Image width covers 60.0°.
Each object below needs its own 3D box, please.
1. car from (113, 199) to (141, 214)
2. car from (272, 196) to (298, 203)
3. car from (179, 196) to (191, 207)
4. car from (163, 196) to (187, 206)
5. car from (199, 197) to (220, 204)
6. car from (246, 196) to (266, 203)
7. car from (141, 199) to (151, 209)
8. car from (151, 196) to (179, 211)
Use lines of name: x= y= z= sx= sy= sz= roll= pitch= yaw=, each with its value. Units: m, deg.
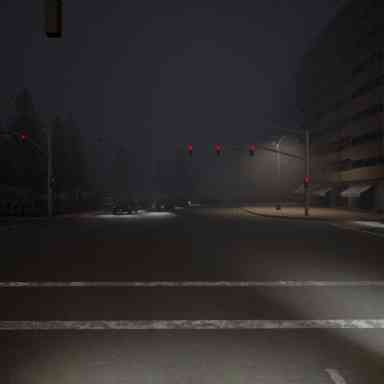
car: x=-6.955 y=1.526 z=35.051 sx=1.812 sy=1.442 sz=4.674 roll=0 pitch=0 yaw=2
car: x=18.502 y=1.478 z=67.553 sx=5.008 sy=1.535 sz=1.882 roll=0 pitch=0 yaw=-33
car: x=-1.724 y=1.547 z=51.063 sx=2.033 sy=1.411 sz=5.357 roll=0 pitch=0 yaw=16
car: x=-2.934 y=1.492 z=57.507 sx=2.128 sy=1.511 sz=4.902 roll=0 pitch=0 yaw=25
car: x=3.291 y=1.600 z=61.792 sx=1.895 sy=1.301 sz=4.718 roll=0 pitch=0 yaw=34
car: x=13.138 y=1.477 z=68.040 sx=5.008 sy=1.535 sz=1.882 roll=0 pitch=0 yaw=-41
car: x=-6.410 y=1.601 z=44.129 sx=1.895 sy=1.301 sz=4.718 roll=0 pitch=0 yaw=6
car: x=-3.219 y=1.491 z=40.634 sx=2.128 sy=1.511 sz=4.902 roll=0 pitch=0 yaw=4
